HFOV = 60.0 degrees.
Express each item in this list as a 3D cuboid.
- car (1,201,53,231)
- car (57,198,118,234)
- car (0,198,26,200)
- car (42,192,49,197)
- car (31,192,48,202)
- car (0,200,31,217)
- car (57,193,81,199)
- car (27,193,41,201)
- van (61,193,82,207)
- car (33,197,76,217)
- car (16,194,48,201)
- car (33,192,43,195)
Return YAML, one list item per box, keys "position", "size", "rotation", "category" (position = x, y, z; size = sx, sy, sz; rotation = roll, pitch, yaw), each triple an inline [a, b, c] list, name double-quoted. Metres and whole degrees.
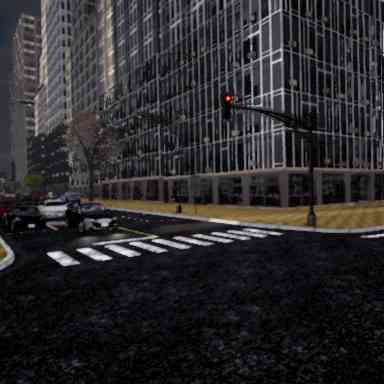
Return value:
- position: [-10.133, 1.495, 20.264]
  size: [1.947, 1.339, 4.313]
  rotation: [-1, 1, -34]
  category: "car"
- position: [-5.728, 1.360, 18.621]
  size: [2.128, 1.511, 4.902]
  rotation: [-2, 1, -34]
  category: "car"
- position: [-16.485, 1.463, 29.694]
  size: [1.947, 1.339, 4.313]
  rotation: [-1, 1, -34]
  category: "car"
- position: [-25.559, 1.180, 57.912]
  size: [1.802, 1.307, 4.206]
  rotation: [-1, 1, -34]
  category: "car"
- position: [-28.770, 0.896, 62.601]
  size: [2.192, 1.841, 5.009]
  rotation: [-1, 1, -34]
  category: "car"
- position: [-13.326, 1.496, 24.969]
  size: [1.802, 1.307, 4.206]
  rotation: [-1, 1, -34]
  category: "car"
- position: [-12.683, 1.232, 34.463]
  size: [2.128, 1.511, 4.902]
  rotation: [-2, 1, -34]
  category: "car"
- position: [-31.976, 1.003, 67.295]
  size: [1.967, 1.590, 4.097]
  rotation: [-1, 1, -34]
  category: "car"
- position: [-15.941, 0.989, 43.831]
  size: [1.690, 1.788, 3.998]
  rotation: [-1, 1, -34]
  category: "van"
- position: [-10.934, 1.370, 26.243]
  size: [1.812, 1.442, 4.674]
  rotation: [-2, 1, -34]
  category: "car"
- position: [-16.772, 1.322, 34.792]
  size: [1.837, 1.490, 4.892]
  rotation: [-2, 1, -34]
  category: "car"
- position: [-26.284, 1.178, 54.347]
  size: [1.837, 1.490, 4.892]
  rotation: [-2, 1, -34]
  category: "car"
